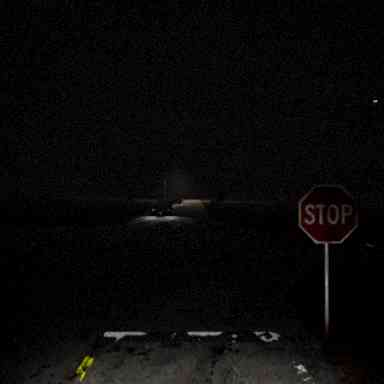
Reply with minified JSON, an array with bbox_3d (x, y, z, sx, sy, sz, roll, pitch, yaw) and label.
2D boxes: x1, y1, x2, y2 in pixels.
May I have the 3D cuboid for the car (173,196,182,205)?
[{"bbox_3d":[-2.788,1.439,57.716,1.812,1.442,4.674,0,0,0],"label":"car"}]

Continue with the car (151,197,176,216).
[{"bbox_3d":[-2.765,1.523,31.586,1.812,1.442,4.674,0,1,0],"label":"car"}]
